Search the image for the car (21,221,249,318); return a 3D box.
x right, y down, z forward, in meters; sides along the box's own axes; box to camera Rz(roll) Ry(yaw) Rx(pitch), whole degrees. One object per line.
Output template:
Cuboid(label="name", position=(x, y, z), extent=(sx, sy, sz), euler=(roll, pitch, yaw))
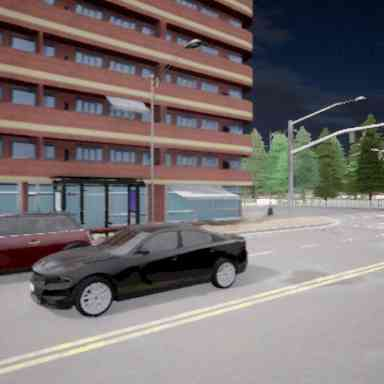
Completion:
Cuboid(label="car", position=(-0.918, 1.477, 7.607), extent=(5.008, 1.535, 1.882), euler=(0, 0, -35))

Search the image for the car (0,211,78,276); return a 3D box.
Cuboid(label="car", position=(-5.029, 1.353, 8.982), extent=(4.553, 1.767, 2.097), euler=(0, 0, -35))
